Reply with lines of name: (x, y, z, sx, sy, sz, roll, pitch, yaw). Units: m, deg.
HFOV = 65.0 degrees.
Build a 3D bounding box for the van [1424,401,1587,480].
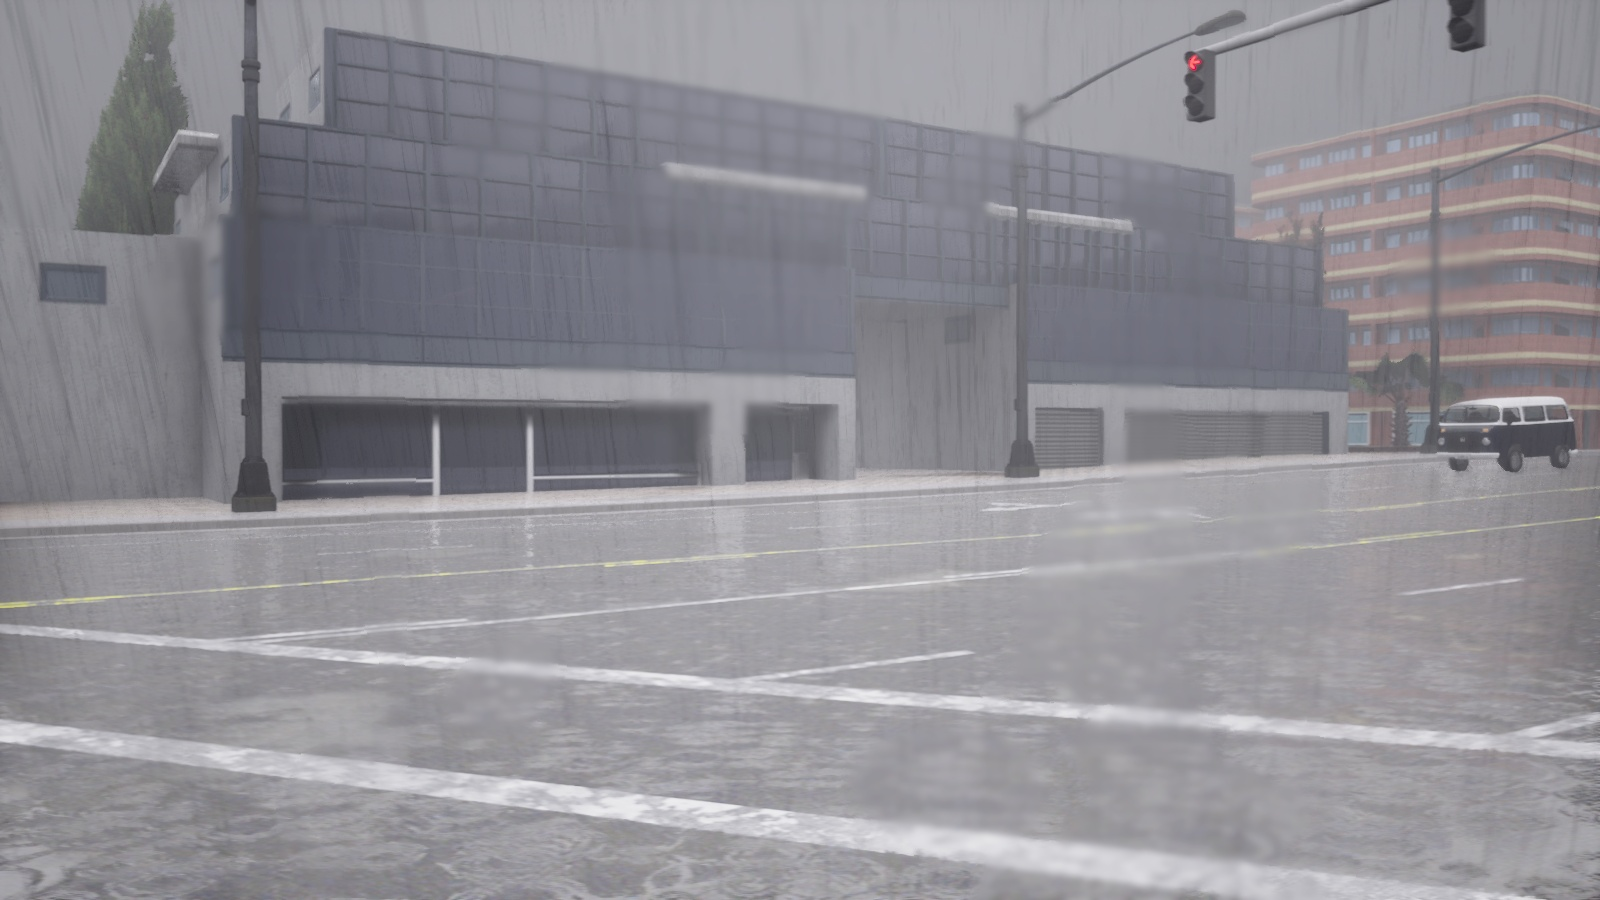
van: (19.752, -0.315, 35.103, 4.480, 2.038, 2.069, -2, 2, -32)
